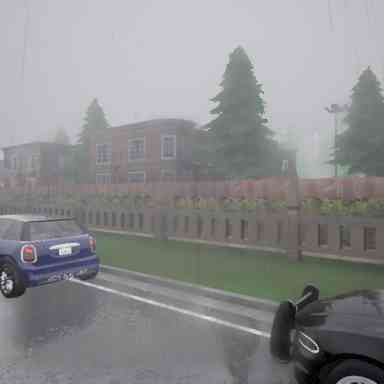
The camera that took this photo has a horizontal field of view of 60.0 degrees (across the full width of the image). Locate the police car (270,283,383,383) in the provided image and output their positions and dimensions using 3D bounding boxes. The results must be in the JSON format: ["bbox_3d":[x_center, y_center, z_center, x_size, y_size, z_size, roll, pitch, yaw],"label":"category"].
[{"bbox_3d":[3.259,1.425,2.711,5.238,1.638,1.930,0,0,38],"label":"police car"}]

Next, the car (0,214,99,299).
[{"bbox_3d":[-4.519,1.351,8.770,4.553,1.767,2.097,0,0,38],"label":"car"}]
